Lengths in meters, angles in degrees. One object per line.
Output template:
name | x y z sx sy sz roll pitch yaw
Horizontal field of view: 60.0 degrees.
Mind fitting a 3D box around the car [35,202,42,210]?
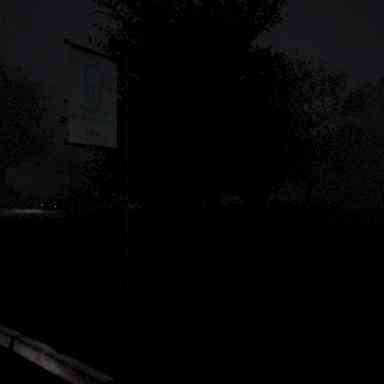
car | -17.649 1.491 42.861 1.837 1.490 4.892 0 0 38

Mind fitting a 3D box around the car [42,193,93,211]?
car | -14.848 1.207 40.750 2.150 2.045 5.566 0 0 39
